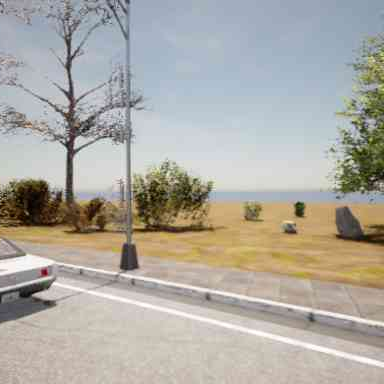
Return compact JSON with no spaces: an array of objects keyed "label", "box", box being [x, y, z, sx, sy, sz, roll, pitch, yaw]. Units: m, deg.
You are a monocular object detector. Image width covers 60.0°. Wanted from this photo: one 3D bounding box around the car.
[{"label":"car","box":[-5.121,1.588,7.085,4.718,1.301,1.895,0,0,31]}]
